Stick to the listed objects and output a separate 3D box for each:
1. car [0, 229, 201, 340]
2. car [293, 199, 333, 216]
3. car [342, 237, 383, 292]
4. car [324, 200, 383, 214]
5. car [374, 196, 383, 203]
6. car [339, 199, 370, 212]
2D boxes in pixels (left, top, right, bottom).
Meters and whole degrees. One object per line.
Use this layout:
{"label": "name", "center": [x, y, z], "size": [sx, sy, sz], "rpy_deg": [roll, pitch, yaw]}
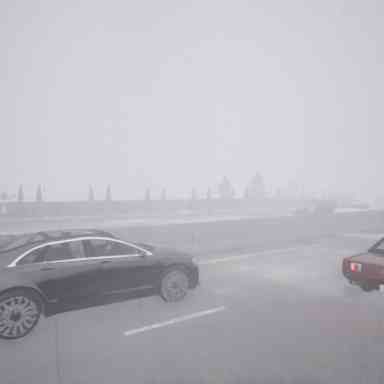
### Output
{"label": "car", "center": [-2.056, 1.492, 6.578], "size": [4.902, 1.511, 2.128], "rpy_deg": [0, 0, -35]}
{"label": "car", "center": [10.888, 1.384, 29.025], "size": [4.553, 1.767, 2.097], "rpy_deg": [0, 0, -36]}
{"label": "car", "center": [5.615, 1.607, 7.749], "size": [4.718, 1.301, 1.895], "rpy_deg": [0, 0, -35]}
{"label": "car", "center": [12.680, 1.557, 25.983], "size": [4.674, 1.442, 1.812], "rpy_deg": [0, 0, -36]}
{"label": "car", "center": [42.488, 1.747, 75.082], "size": [1.882, 1.535, 5.008], "rpy_deg": [0, 0, 21]}
{"label": "car", "center": [19.874, 1.642, 40.684], "size": [4.181, 1.385, 1.994], "rpy_deg": [0, 0, -43]}
